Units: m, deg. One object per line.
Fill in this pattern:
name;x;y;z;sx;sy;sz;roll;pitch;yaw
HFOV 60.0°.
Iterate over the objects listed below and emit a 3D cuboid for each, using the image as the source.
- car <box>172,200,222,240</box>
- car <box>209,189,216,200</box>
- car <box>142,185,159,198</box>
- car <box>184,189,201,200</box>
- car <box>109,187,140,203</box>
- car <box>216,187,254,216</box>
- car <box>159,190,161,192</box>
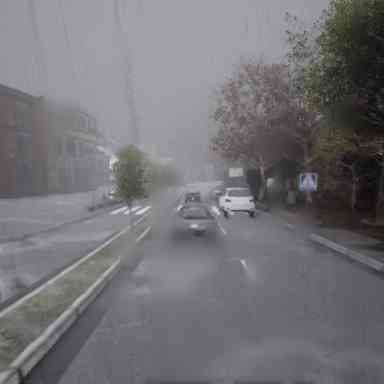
car;0.100;1.295;15.594;1.994;1.385;4.181;0;2;0
car;3.253;0.368;43.283;1.812;1.442;4.674;0;2;0
car;-8.029;-0.537;61.402;2.435;2.045;5.566;0;2;0
car;0.098;0.427;40.836;1.837;1.490;4.892;0;2;0
car;-8.150;0.208;39.229;2.435;2.045;5.566;0;2;0
car;3.256;0.653;25.070;2.150;2.045;5.566;0;2;0
car;-7.997;-0.449;66.953;2.163;1.488;4.792;0;2;0
